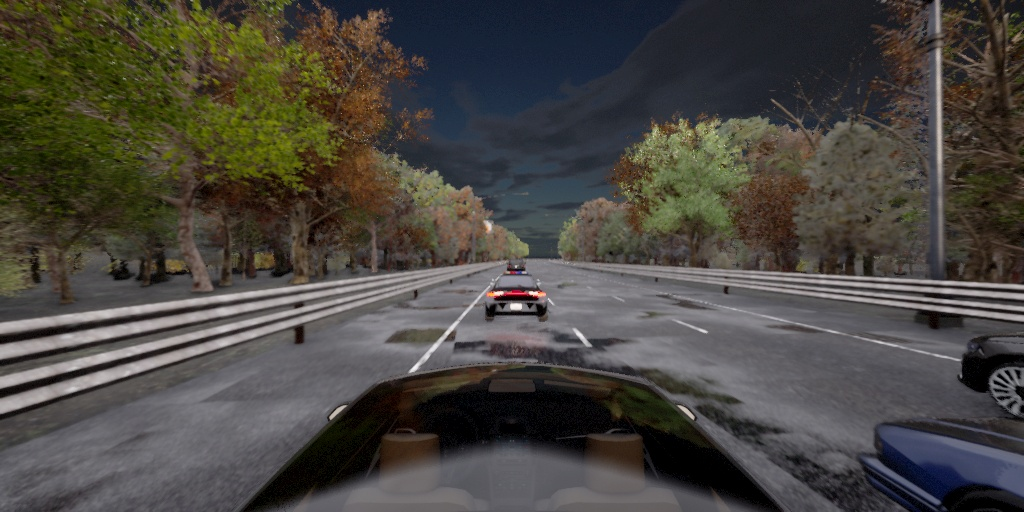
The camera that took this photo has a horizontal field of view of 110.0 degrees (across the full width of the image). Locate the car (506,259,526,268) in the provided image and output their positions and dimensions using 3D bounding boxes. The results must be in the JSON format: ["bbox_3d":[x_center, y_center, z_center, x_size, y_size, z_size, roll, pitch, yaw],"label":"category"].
[{"bbox_3d":[0.507,1.327,42.529,2.150,2.045,5.566,0,0,1],"label":"car"}]

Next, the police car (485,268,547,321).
[{"bbox_3d":[0.139,1.351,13.025,2.038,1.542,4.974,0,-1,0],"label":"police car"}]

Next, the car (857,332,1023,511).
[{"bbox_3d":[3.602,1.286,0.253,2.033,1.411,5.357,0,0,0],"label":"car"}]

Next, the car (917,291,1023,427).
[{"bbox_3d":[7.105,1.255,2.887,2.128,1.511,4.902,0,0,0],"label":"car"}]
